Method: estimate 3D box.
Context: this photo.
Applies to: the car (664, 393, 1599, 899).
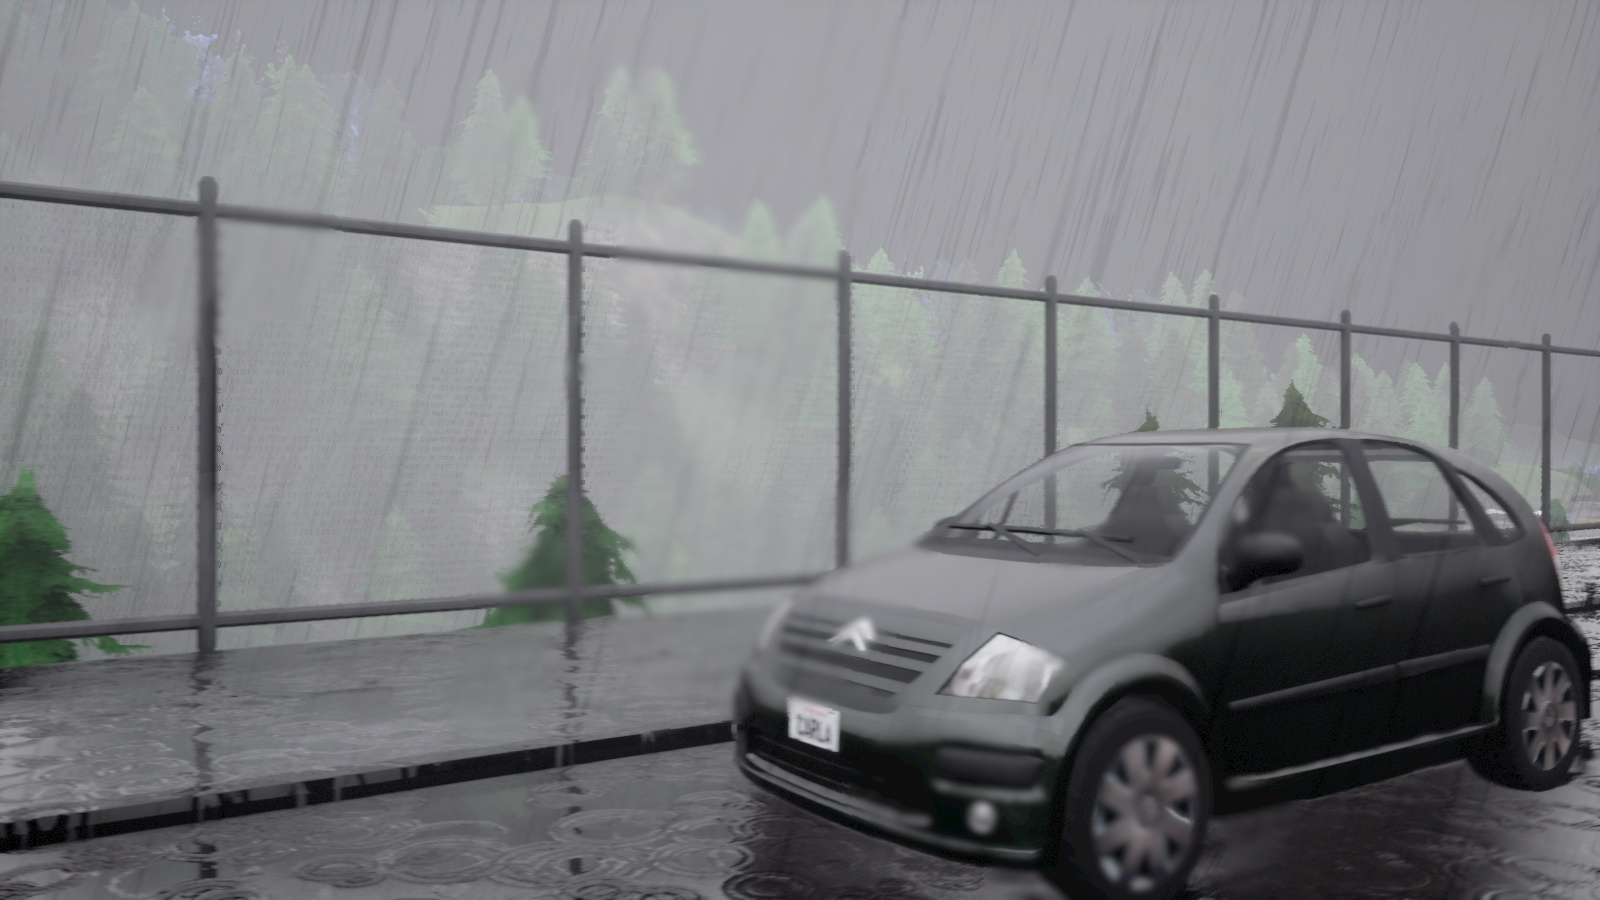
[{"bbox_3d":[1.622,0.653,5.397,3.988,1.617,1.851,0,0,-35],"label":"car"}]
